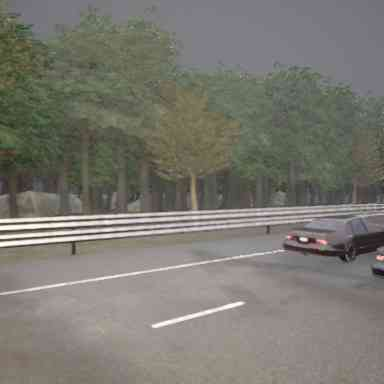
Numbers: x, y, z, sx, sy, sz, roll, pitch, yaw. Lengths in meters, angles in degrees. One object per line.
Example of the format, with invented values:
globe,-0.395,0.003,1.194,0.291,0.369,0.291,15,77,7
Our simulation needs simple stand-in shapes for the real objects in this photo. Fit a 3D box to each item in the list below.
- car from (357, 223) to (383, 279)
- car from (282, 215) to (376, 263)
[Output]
car,6.689,1.555,8.520,5.357,1.411,2.033,0,0,-36
car,5.593,1.555,12.032,5.357,1.411,2.033,0,0,-36
